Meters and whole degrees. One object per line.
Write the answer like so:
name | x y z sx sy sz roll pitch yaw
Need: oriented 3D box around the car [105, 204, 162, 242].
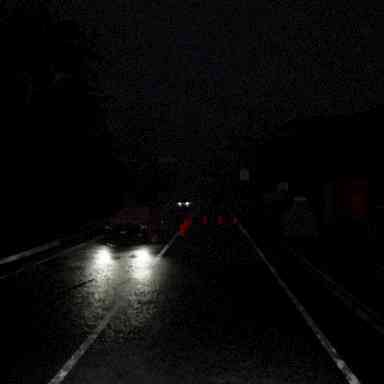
car | -2.640 1.370 16.038 1.882 1.535 5.008 0 0 4

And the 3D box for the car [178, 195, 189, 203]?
car | -1.526 1.201 59.426 2.033 1.411 5.357 -1 0 -4

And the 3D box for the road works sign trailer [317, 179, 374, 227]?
road works sign trailer | 7.918 0.489 18.579 3.560 2.380 2.880 -5 7 -42

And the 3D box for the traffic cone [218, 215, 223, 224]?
traffic cone | 1.890 1.828 22.205 0.340 0.580 0.340 0 0 4
